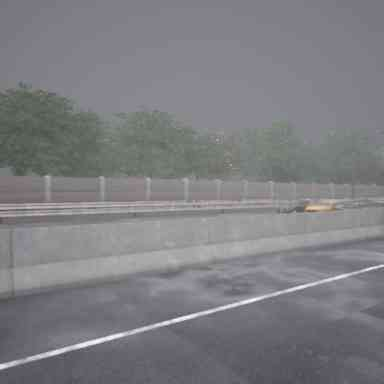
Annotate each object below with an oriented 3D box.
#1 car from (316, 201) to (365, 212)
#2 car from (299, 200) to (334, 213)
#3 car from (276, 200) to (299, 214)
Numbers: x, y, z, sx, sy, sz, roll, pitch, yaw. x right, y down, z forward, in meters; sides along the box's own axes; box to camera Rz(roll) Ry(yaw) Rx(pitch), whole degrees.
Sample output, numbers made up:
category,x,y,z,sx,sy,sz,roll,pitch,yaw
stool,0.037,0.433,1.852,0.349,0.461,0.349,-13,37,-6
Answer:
category,x,y,z,sx,sy,sz,roll,pitch,yaw
car,11.721,1.593,25.262,4.181,1.385,1.994,0,0,-35
car,12.218,1.511,29.916,5.008,1.535,1.882,0,0,-35
car,10.410,1.538,32.925,4.892,1.490,1.837,0,0,-35
